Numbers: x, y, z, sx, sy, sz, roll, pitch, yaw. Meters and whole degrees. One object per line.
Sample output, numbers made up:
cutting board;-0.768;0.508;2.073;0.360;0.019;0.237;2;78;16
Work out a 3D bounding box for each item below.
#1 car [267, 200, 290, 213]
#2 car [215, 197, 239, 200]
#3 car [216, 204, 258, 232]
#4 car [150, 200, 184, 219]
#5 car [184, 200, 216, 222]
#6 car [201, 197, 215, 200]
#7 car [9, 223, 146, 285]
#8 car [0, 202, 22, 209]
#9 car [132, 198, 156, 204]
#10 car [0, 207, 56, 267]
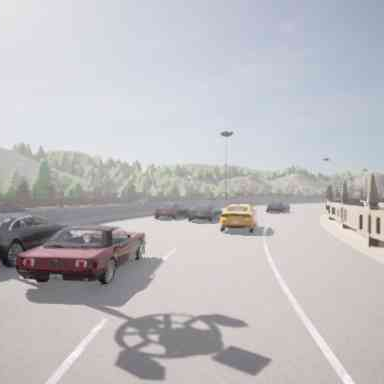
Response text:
car;10.066;1.632;38.657;1.994;1.385;4.181;0;0;27
car;6.784;1.696;59.696;1.837;1.490;4.892;0;-1;38
car;2.963;1.486;20.444;1.882;1.535;5.008;0;0;14
car;-1.669;1.576;29.143;1.994;1.385;4.181;0;0;19
car;1.141;1.577;26.561;1.994;1.385;4.181;0;0;18
car;3.320;1.696;66.564;1.837;1.490;4.892;0;0;40
car;-2.710;1.583;9.466;1.895;1.301;4.718;0;0;6
car;-12.080;1.448;18.145;2.128;1.511;4.902;0;0;11
car;-6.273;1.550;45.537;2.128;1.511;4.902;0;-1;28
car;-5.952;1.462;11.362;2.128;1.511;4.902;0;0;7
